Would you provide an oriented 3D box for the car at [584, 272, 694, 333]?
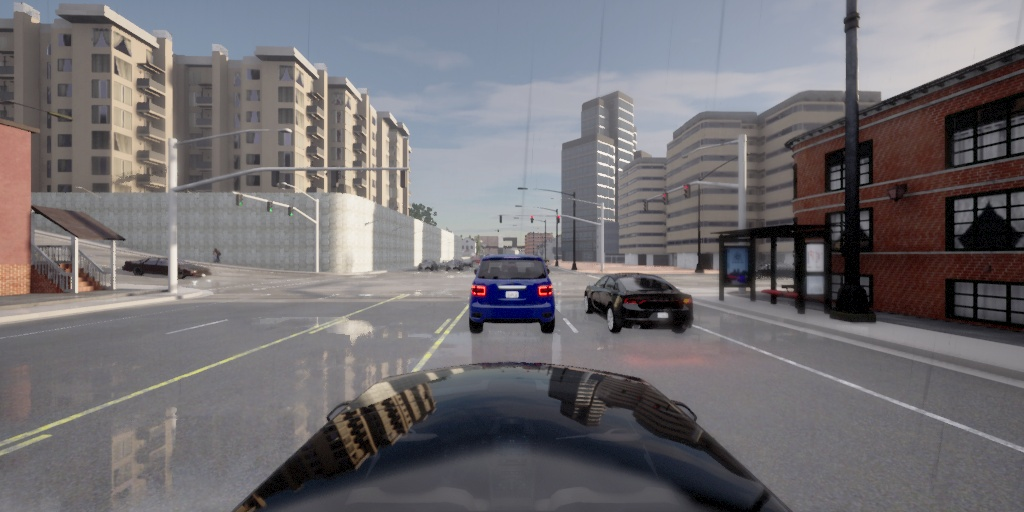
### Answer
[{"bbox_3d":[3.494,1.227,10.798,1.882,1.535,5.008,0,0,0],"label":"car"}]

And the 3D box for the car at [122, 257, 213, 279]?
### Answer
[{"bbox_3d":[-25.632,0.837,26.738,5.357,1.411,2.033,5,0,-1],"label":"car"}]

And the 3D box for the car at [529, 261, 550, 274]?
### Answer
[{"bbox_3d":[3.214,1.296,43.224,2.033,1.411,5.357,0,0,-1],"label":"car"}]

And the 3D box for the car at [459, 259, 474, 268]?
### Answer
[{"bbox_3d":[-7.629,1.227,60.600,1.882,1.535,5.008,0,0,0],"label":"car"}]

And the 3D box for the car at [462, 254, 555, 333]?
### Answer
[{"bbox_3d":[-0.007,0.971,10.858,2.150,2.045,5.566,0,0,0],"label":"car"}]

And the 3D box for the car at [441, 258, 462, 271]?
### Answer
[{"bbox_3d":[-7.520,1.240,47.329,2.128,1.511,4.902,0,0,0],"label":"car"}]

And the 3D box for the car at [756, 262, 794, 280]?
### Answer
[{"bbox_3d":[22.223,1.275,31.025,4.674,1.442,1.812,0,0,-1],"label":"car"}]

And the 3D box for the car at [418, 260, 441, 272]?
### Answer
[{"bbox_3d":[-11.017,1.240,47.226,2.128,1.511,4.902,0,0,0],"label":"car"}]

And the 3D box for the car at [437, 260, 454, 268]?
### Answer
[{"bbox_3d":[-11.126,1.348,60.021,1.895,1.301,4.718,0,0,0],"label":"car"}]

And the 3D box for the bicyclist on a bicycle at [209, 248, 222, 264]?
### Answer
[{"bbox_3d":[-31.073,0.029,37.679,0.582,1.620,1.656,6,0,0],"label":"bicyclist on a bicycle"}]
